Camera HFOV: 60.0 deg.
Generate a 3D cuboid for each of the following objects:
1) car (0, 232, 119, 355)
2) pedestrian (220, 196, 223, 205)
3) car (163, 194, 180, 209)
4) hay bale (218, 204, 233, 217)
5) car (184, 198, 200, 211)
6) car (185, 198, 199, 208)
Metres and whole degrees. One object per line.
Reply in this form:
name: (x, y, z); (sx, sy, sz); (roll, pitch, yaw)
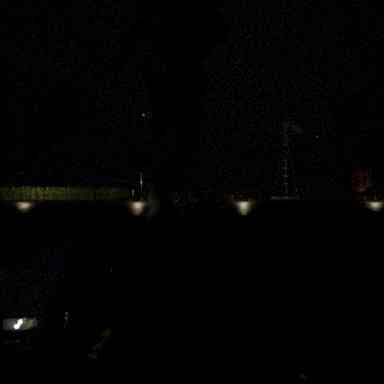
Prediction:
car: (-2.852, 1.559, 6.695); (2.033, 1.411, 5.357); (0, 0, 0)
pedestrian: (2.823, 1.339, 32.178); (0.375, 1.860, 0.375); (-1, 1, 0)
car: (-2.837, 1.284, 47.826); (2.150, 2.045, 5.566); (0, 0, 0)
hay bale: (3.131, 1.703, 31.086); (1.220, 1.180, 1.240); (1, 1, 0)
car: (0.030, 1.537, 42.121); (1.882, 1.535, 5.008); (0, 0, 1)
car: (-0.001, 1.615, 51.999); (2.033, 1.411, 5.357); (0, 0, 0)
